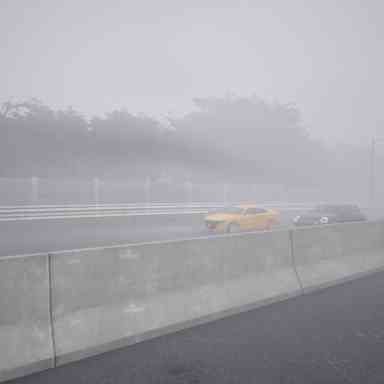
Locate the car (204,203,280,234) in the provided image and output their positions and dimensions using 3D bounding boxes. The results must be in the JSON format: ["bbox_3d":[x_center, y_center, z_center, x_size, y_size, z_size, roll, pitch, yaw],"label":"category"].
[{"bbox_3d":[2.938,1.520,19.151,5.008,1.535,1.882,1,0,-36],"label":"car"}]

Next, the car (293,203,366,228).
[{"bbox_3d":[7.579,1.423,18.230,4.553,1.767,2.097,1,0,-37],"label":"car"}]

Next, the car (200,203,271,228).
[{"bbox_3d":[3.158,1.559,23.665,4.902,1.511,2.128,1,0,-37],"label":"car"}]
